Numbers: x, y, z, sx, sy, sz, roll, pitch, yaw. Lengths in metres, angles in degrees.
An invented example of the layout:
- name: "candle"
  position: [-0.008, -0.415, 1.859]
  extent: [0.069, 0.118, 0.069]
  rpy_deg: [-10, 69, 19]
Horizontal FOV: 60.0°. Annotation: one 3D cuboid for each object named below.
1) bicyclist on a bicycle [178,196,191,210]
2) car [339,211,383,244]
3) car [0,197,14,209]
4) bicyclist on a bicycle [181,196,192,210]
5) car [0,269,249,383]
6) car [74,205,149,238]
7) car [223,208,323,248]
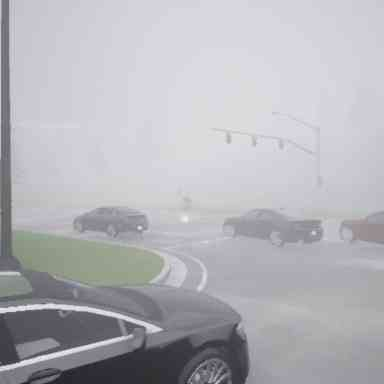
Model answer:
- name: "bicyclist on a bicycle"
  position: [-0.810, 1.225, 37.625]
  extent: [0.582, 1.620, 1.656]
  rpy_deg: [0, 0, 34]
- name: "car"
  position: [8.038, 1.425, 13.112]
  extent: [1.882, 1.535, 5.008]
  rpy_deg: [1, 0, -15]
- name: "car"
  position: [-25.779, 1.466, 43.407]
  extent: [5.008, 1.535, 1.882]
  rpy_deg: [0, 0, 10]
- name: "bicyclist on a bicycle"
  position: [-0.443, 1.225, 37.373]
  extent: [0.582, 1.620, 1.656]
  rpy_deg: [0, 0, 34]
- name: "car"
  position: [-1.568, 1.491, 2.920]
  extent: [4.902, 1.511, 2.128]
  rpy_deg: [0, 0, -38]
- name: "car"
  position: [-4.417, 1.481, 17.765]
  extent: [4.892, 1.490, 1.837]
  rpy_deg: [0, 0, 40]
- name: "car"
  position: [3.380, 1.436, 14.935]
  extent: [1.882, 1.535, 5.008]
  rpy_deg: [1, -1, -31]
